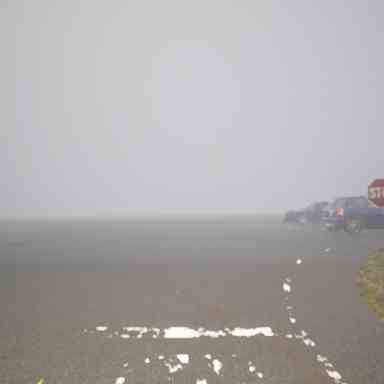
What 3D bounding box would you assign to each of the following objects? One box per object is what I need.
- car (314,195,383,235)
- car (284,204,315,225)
[{"bbox_3d":[8.453,0.931,15.253,4.553,1.767,2.097,-2,-3,-1],"label":"car"},{"bbox_3d":[8.690,1.437,22.250,5.008,1.535,1.882,-1,-3,-1],"label":"car"}]
